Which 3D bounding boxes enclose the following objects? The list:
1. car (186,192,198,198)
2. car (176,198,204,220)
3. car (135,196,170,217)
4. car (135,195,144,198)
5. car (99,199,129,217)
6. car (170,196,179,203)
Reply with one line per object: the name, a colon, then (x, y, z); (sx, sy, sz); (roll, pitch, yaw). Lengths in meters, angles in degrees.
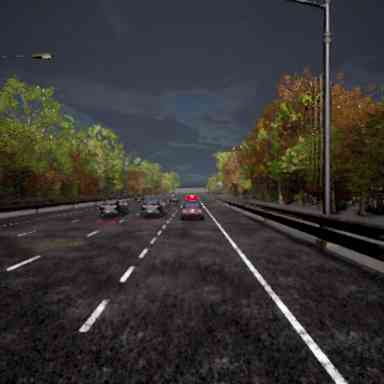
car: (0.060, 1.035, 66.352); (2.150, 2.045, 5.566); (0, 0, 1)
car: (0.029, 1.465, 27.432); (2.033, 1.411, 5.357); (0, 0, 1)
car: (-3.445, 1.402, 29.963); (2.128, 1.511, 4.902); (0, 0, 0)
car: (-10.420, 1.288, 67.613); (1.882, 1.535, 5.008); (0, 0, 0)
car: (-6.946, 1.403, 29.959); (2.128, 1.511, 4.902); (0, 0, 0)
car: (-3.433, 1.377, 65.953); (1.994, 1.385, 4.181); (0, 0, 1)
